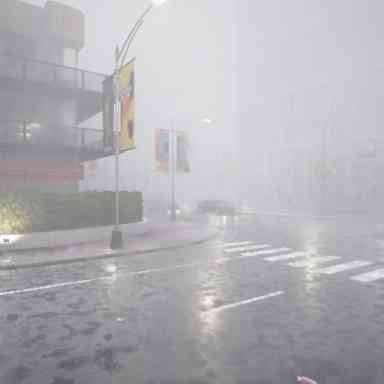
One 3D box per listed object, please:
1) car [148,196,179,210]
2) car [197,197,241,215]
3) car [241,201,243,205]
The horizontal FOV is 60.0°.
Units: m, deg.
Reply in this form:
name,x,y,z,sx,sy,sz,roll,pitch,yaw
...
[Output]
name,x,y,z,sx,sy,sz,roll,pitch,yaw
car,-3.391,1.563,42.080,1.994,1.385,4.181,0,0,-35
car,2.388,1.504,33.814,1.837,1.490,4.892,0,0,-35
car,5.545,1.524,49.586,1.812,1.442,4.674,0,0,-35
